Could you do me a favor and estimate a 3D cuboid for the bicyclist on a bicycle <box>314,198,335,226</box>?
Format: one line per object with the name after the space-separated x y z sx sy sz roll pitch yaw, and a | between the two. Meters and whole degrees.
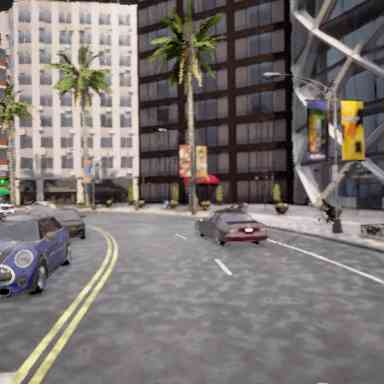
8.076 1.209 20.091 1.656 1.620 0.582 -1 0 -18 | bicyclist on a bicycle

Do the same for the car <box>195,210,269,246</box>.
1.609 1.551 15.399 2.033 1.411 5.357 -1 0 -14 | car

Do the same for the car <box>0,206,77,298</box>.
-4.659 1.444 8.824 2.097 1.767 4.553 -1 0 -9 | car

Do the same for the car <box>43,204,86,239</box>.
-6.827 1.621 17.769 1.882 1.535 5.008 -1 0 -23 | car

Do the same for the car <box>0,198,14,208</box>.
-20.435 1.616 34.061 5.566 2.045 2.150 -1 0 33 | car

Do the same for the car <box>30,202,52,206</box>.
-11.953 1.768 26.435 1.812 1.442 4.674 -1 0 -40 | car
